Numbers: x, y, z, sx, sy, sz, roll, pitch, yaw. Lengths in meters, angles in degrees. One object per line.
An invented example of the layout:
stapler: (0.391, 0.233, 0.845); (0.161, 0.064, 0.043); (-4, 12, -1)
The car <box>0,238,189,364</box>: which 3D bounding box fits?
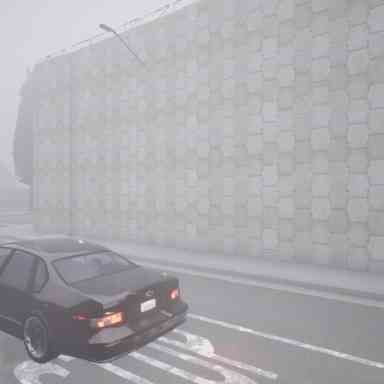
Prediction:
car: (-2.628, 1.547, 5.852); (5.357, 1.411, 2.033); (0, 0, 35)
